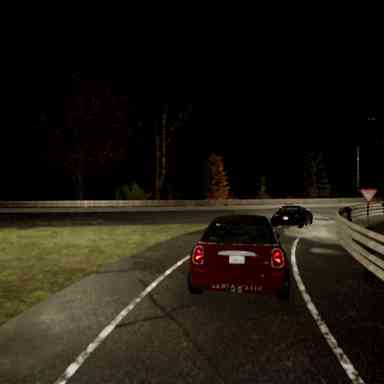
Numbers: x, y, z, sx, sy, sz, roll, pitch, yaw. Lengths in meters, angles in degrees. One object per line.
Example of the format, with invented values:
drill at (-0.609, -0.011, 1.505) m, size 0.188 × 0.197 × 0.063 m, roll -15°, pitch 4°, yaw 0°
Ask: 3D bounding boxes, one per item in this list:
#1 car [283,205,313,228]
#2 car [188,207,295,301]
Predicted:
car at (6.805, 1.578, 22.289) m, size 1.994 × 1.385 × 4.181 m, roll 0°, pitch 0°, yaw 30°
car at (1.300, 1.357, 8.657) m, size 2.097 × 1.767 × 4.553 m, roll 0°, pitch 0°, yaw 11°
